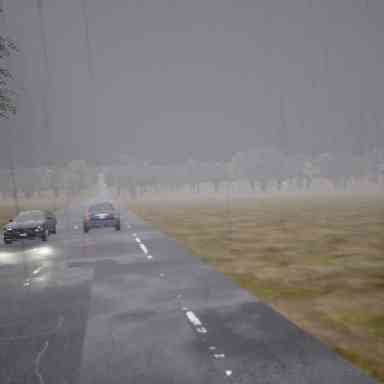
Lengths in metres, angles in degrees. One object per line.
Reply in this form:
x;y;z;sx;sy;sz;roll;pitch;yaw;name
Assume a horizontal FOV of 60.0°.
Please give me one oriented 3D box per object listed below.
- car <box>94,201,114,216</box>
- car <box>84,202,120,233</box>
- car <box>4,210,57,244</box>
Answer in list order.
-9.916;1.781;37.463;1.994;1.385;4.181;-2;0;-14;car
-5.774;1.485;21.433;2.097;1.767;4.553;-2;0;-14;car
-8.578;1.743;18.010;1.882;1.535;5.008;-2;0;-15;car
